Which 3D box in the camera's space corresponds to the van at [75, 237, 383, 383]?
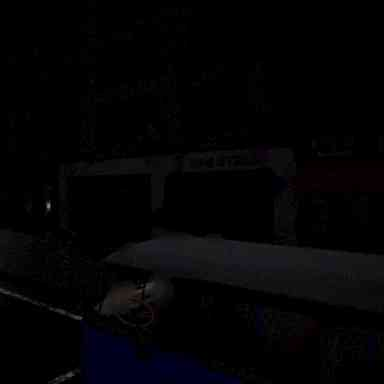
[{"bbox_3d":[0.829,1.341,2.485,3.998,1.788,1.690,0,0,36],"label":"van"}]
